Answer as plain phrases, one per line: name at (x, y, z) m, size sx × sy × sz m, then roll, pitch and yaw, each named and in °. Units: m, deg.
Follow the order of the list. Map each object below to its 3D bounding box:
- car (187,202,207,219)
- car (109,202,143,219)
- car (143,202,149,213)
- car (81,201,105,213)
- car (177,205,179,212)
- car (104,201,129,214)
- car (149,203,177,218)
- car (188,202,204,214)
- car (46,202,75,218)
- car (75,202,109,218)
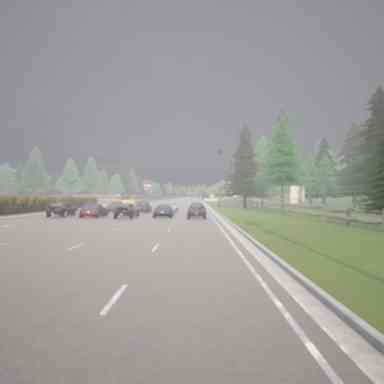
car at (0.495, 1.909, 33.759) m, size 2.128 × 1.511 × 4.902 m, roll 0°, pitch -1°, yaw 1°
car at (-6.513, 1.867, 33.449) m, size 1.837 × 1.490 × 4.892 m, roll 0°, pitch 0°, yaw 1°
car at (-6.410, 2.040, 44.101) m, size 2.033 × 1.411 × 5.357 m, roll 0°, pitch -1°, yaw 1°
car at (-13.387, 2.018, 45.200) m, size 1.994 × 1.385 × 4.181 m, roll 0°, pitch -1°, yaw 1°
car at (-2.869, 2.140, 45.788) m, size 1.895 × 1.301 × 4.718 m, roll 0°, pitch -1°, yaw 1°
car at (-9.912, 2.014, 44.167) m, size 2.033 × 1.411 × 5.357 m, roll 0°, pitch -1°, yaw 1°
car at (-2.972, 1.977, 35.481) m, size 1.994 × 1.385 × 4.181 m, roll 0°, pitch -1°, yaw 1°
car at (0.613, 2.101, 44.773) m, size 2.033 × 1.411 × 5.357 m, roll 0°, pitch -1°, yaw 1°
car at (-13.488, 1.830, 34.692) m, size 1.837 × 1.490 × 4.892 m, roll 0°, pitch 0°, yaw 1°
car at (-9.996, 1.908, 34.162) m, size 1.994 × 1.385 × 4.181 m, roll 0°, pitch -1°, yaw 1°
